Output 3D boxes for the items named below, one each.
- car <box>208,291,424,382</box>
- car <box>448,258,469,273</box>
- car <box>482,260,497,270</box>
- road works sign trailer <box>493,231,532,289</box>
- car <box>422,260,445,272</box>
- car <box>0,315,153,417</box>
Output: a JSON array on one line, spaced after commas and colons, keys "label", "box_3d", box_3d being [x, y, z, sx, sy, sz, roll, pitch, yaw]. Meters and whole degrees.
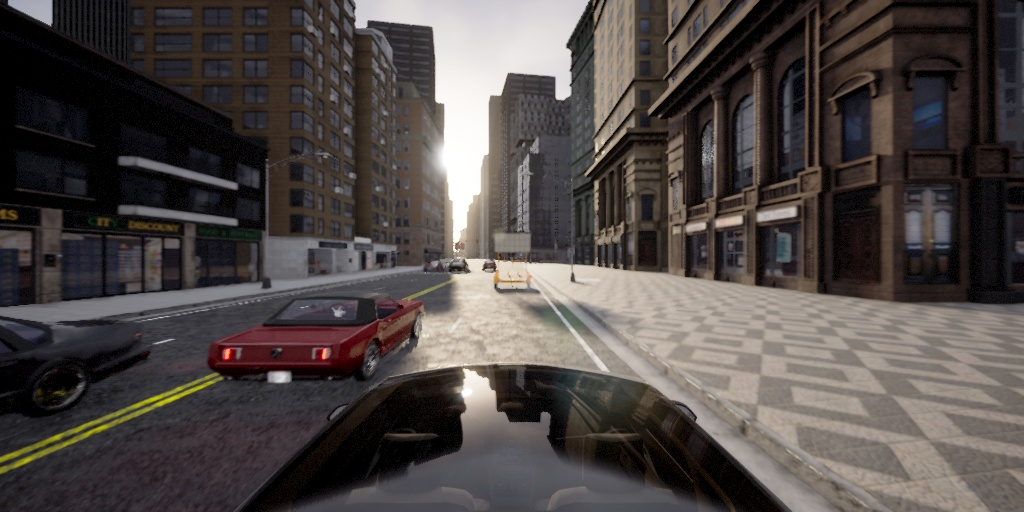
[{"label": "car", "box_3d": [-3.149, 1.351, 7.086, 1.895, 1.301, 4.718, 0, 0, 0]}, {"label": "car", "box_3d": [-6.569, 1.107, 44.422, 2.097, 1.767, 4.553, 0, 0, 0]}, {"label": "car", "box_3d": [-3.136, 1.282, 51.439, 1.812, 1.442, 4.674, 0, 0, 0]}, {"label": "road works sign trailer", "box_3d": [0.020, 0.216, 22.852, 2.380, 3.560, 2.880, 0, 0, 0]}, {"label": "car", "box_3d": [-9.814, 1.280, 45.144, 1.812, 1.442, 4.674, 0, 0, 0]}, {"label": "car", "box_3d": [-6.601, 1.297, 3.210, 2.033, 1.411, 5.357, 0, 0, 0]}]
